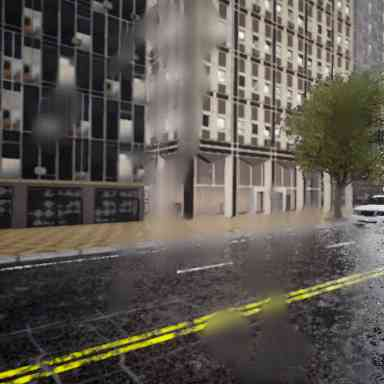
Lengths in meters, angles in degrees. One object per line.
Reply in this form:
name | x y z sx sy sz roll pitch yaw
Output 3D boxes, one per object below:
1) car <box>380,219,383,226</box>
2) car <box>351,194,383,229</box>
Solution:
car | 7.013 1.453 8.425 5.008 1.535 1.882 0 0 -35
car | 12.005 1.171 20.231 5.566 2.045 2.150 0 0 -35
